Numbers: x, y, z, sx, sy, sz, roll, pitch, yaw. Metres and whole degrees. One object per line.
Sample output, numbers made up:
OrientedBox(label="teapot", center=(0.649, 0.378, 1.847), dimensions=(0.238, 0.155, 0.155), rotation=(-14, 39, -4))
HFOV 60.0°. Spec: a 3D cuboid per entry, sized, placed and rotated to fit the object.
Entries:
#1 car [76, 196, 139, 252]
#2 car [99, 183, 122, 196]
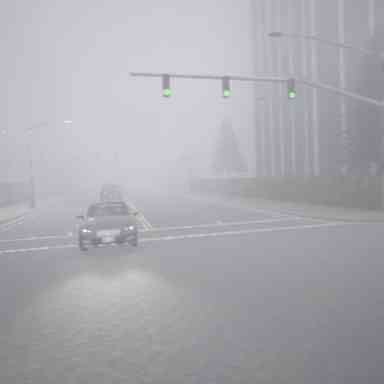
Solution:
OrientedBox(label="car", center=(-3.102, 1.113, 12.398), dimensions=(2.128, 1.511, 4.902), rotation=(-3, 2, -13))
OrientedBox(label="car", center=(-8.932, 0.041, 36.551), dimensions=(2.150, 2.045, 5.566), rotation=(-3, 3, -13))
